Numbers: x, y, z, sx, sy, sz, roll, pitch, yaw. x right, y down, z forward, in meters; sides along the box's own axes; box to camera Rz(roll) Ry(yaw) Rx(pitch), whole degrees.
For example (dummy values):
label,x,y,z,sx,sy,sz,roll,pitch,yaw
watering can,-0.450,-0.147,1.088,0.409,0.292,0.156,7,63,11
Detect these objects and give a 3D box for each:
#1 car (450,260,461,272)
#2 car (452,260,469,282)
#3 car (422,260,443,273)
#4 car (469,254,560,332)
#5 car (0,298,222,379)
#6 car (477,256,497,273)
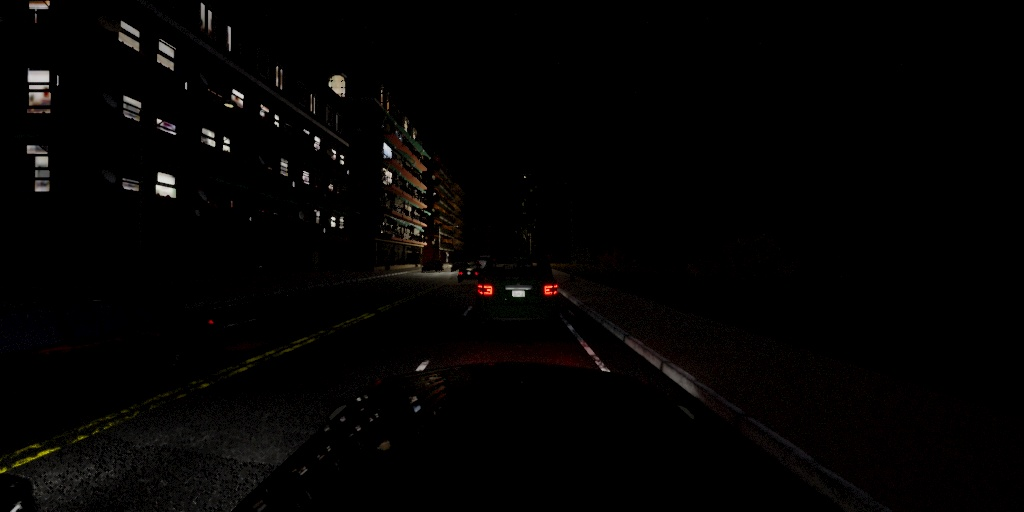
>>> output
label,x,y,z,sx,sy,sz,roll,pitch,yaw
car,-6.537,1.280,45.217,1.812,1.442,4.674,0,0,0
car,-3.118,1.301,28.541,2.033,1.411,5.357,0,0,0
car,-9.800,1.232,44.431,1.882,1.535,5.008,0,0,0
car,0.115,0.973,11.040,2.150,2.045,5.566,0,0,-1
car,-6.599,1.298,4.575,2.033,1.411,5.357,0,0,0
car,-3.101,0.975,45.027,2.150,2.045,5.566,0,0,0
